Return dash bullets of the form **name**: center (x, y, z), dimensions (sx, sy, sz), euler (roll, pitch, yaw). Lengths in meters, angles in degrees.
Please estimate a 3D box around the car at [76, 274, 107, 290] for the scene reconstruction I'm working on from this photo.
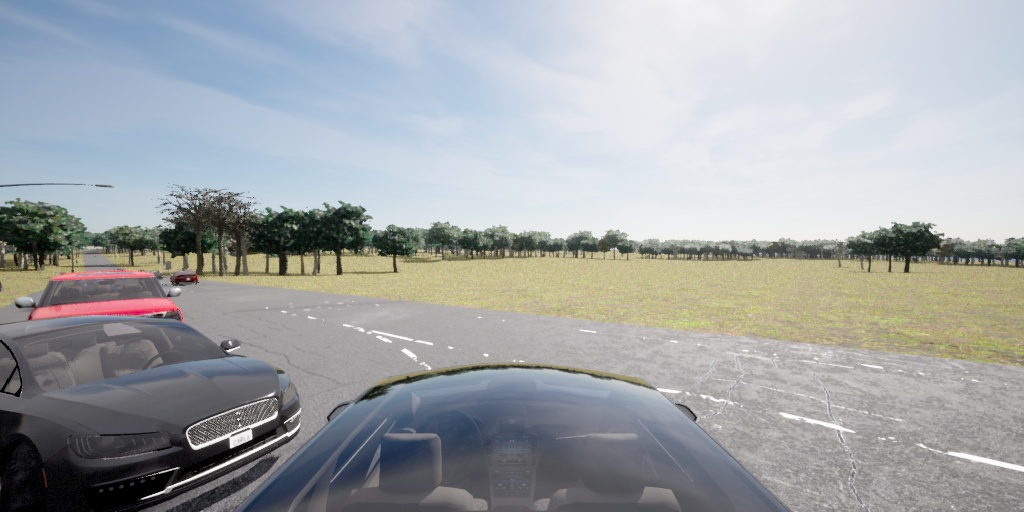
- **car**: center (-42.911, 2.591, 36.698), dimensions (4.674, 1.442, 1.812), euler (-2, 0, 43)

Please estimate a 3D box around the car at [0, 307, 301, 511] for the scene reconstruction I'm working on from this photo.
- **car**: center (-4.624, 1.445, 3.943), dimensions (4.892, 1.490, 1.837), euler (-3, -3, 20)

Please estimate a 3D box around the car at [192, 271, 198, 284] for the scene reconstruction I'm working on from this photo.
- **car**: center (-37.168, 2.406, 40.635), dimensions (5.008, 1.535, 1.882), euler (-2, 0, 40)

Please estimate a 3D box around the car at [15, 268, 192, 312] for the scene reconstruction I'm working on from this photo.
- **car**: center (-9.614, 1.386, 8.504), dimensions (5.566, 2.045, 2.150), euler (-2, 0, 40)
